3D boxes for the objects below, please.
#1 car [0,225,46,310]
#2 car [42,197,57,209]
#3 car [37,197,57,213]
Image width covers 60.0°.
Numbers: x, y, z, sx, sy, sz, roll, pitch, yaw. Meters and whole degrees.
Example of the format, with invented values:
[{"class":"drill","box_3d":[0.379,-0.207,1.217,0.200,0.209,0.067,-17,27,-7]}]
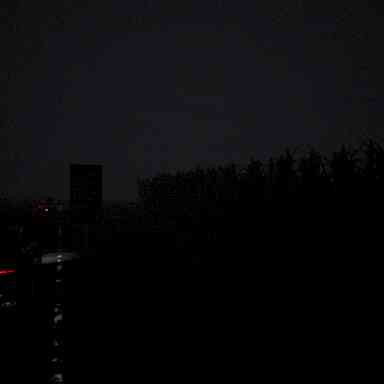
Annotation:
[{"class":"car","box_3d":[-4.447,1.498,7.414,1.837,1.490,4.892,0,0,-21]},{"class":"car","box_3d":[-19.471,1.454,45.609,1.812,1.442,4.674,0,0,-21]},{"class":"car","box_3d":[-15.714,1.551,36.196,1.895,1.301,4.718,0,0,-21]}]
